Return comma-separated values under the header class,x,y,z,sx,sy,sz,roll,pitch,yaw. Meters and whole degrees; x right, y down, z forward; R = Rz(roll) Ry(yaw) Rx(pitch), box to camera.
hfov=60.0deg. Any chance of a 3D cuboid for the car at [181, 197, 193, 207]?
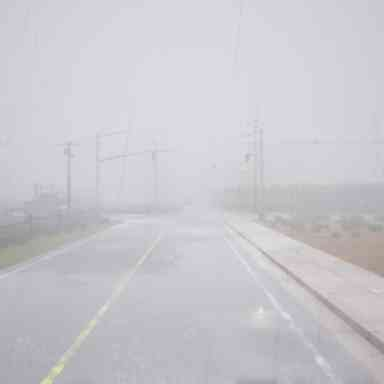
class,x,y,z,sx,sy,sz,roll,pitch,yaw
car,-1.005,2.019,69.842,2.150,2.045,5.566,0,-1,-3
